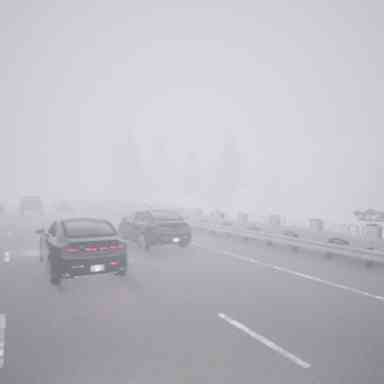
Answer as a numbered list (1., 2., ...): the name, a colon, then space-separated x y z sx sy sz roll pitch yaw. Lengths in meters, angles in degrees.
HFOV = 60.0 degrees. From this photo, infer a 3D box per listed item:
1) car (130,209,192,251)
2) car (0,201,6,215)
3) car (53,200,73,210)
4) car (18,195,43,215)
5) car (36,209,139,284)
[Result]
1. car: -1.721 1.474 14.146 1.837 1.490 4.892 0 0 -28
2. car: -21.755 1.699 36.683 1.837 1.490 4.892 0 0 -28
3. car: -15.310 1.702 39.474 1.837 1.490 4.892 0 0 -28
4. car: -17.348 1.392 35.870 2.150 2.045 5.566 0 0 -28
5. car: -3.278 1.469 9.644 1.837 1.490 4.892 0 0 -28
